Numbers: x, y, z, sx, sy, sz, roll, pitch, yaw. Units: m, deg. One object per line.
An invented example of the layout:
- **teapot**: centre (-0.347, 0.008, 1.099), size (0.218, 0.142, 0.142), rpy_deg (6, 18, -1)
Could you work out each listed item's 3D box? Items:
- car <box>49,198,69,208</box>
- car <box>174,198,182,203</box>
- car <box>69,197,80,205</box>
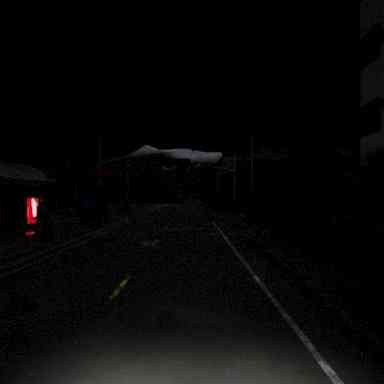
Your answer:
- **car**: centre (-22.568, 1.947, 55.140), size (1.970, 1.475, 3.806), rpy_deg (0, -1, 0)
- **car**: centre (-3.503, 2.132, 83.588), size (2.097, 1.767, 4.553), rpy_deg (0, -1, 0)
- **car**: centre (-25.893, 1.973, 72.191), size (1.932, 1.855, 4.605), rpy_deg (0, -1, 0)
